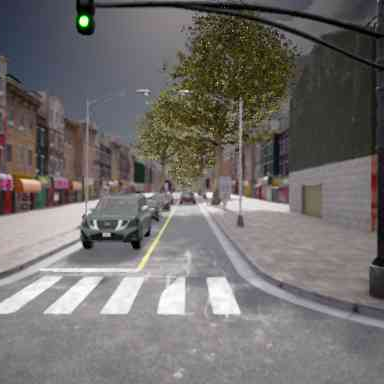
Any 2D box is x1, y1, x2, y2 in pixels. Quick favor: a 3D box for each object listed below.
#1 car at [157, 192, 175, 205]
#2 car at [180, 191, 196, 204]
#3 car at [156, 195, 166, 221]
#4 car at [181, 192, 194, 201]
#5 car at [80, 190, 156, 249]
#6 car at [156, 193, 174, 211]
[{"bbox_3d":[-3.382,0.827,44.161,2.128,1.511,4.902,0,1,-1],"label":"car"},{"bbox_3d":[-0.593,0.685,45.271,2.097,1.767,4.553,0,1,-1],"label":"car"},{"bbox_3d":[-3.155,1.235,24.212,1.837,1.490,4.892,0,1,-1],"label":"car"},{"bbox_3d":[-0.730,0.705,55.343,1.994,1.385,4.181,0,1,-1],"label":"car"},{"bbox_3d":[-3.013,1.104,14.344,2.150,2.045,5.566,0,1,-1],"label":"car"},{"bbox_3d":[-3.258,0.891,33.891,2.097,1.767,4.553,0,1,0],"label":"car"}]
